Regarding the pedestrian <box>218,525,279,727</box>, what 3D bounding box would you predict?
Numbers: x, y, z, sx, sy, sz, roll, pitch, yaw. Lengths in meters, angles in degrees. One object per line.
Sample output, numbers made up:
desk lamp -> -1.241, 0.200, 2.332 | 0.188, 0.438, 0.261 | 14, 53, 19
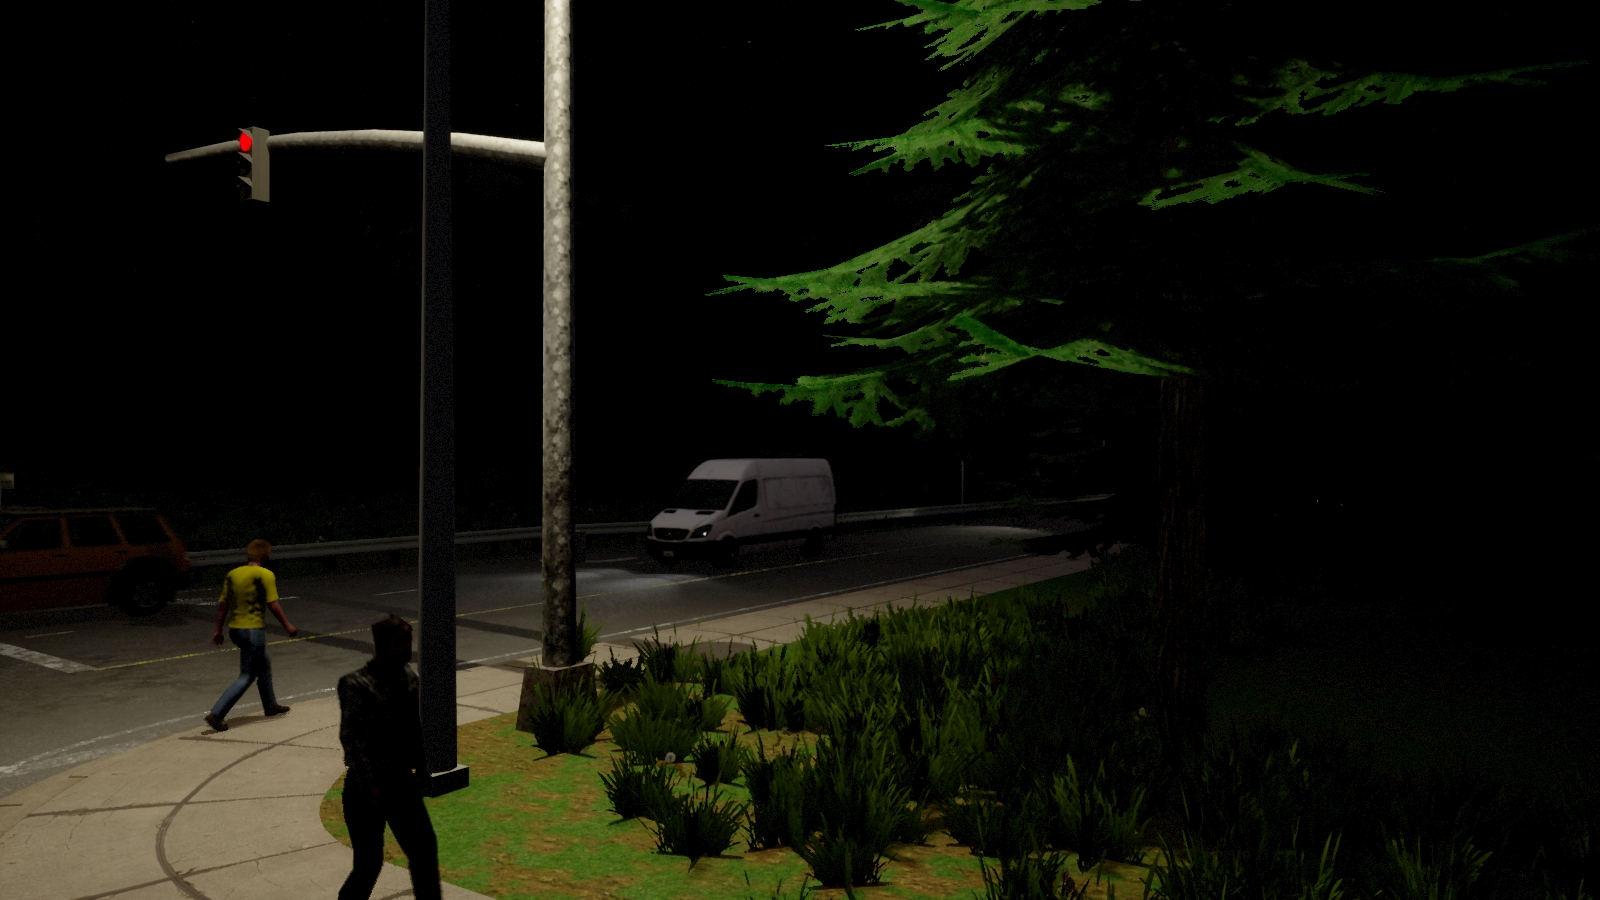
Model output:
pedestrian -> -5.272, 1.663, 10.931 | 0.375, 1.860, 0.375 | 0, 0, 27

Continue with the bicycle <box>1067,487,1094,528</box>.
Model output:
bicycle -> 10.143, 2.070, 41.287 | 0.373, 1.396, 1.643 | 0, 0, 35

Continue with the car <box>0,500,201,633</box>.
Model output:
car -> -12.390, 1.825, 18.255 | 1.932, 1.855, 4.605 | 0, 0, 37

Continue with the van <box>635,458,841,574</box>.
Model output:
van -> -1.382, 1.496, 28.608 | 1.988, 2.561, 5.915 | 0, 0, 34

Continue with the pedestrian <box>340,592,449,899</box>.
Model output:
pedestrian -> -2.081, 1.692, 5.877 | 0.375, 1.860, 0.375 | 0, 0, 27
